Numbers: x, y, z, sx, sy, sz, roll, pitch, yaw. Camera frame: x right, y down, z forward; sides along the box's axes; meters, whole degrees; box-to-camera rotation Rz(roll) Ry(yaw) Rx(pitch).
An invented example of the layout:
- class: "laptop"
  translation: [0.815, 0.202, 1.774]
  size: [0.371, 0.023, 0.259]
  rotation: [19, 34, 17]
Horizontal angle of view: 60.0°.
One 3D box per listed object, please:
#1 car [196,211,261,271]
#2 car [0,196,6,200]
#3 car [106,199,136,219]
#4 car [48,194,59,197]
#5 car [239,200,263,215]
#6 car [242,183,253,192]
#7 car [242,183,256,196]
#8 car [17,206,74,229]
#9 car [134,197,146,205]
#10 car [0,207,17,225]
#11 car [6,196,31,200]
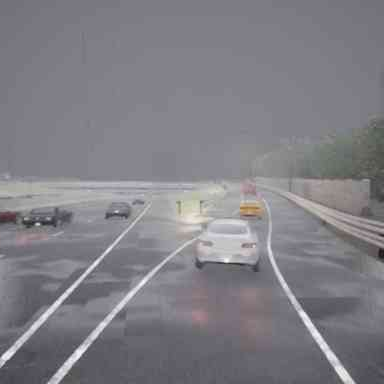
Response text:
- class: "car"
  translation: [1.260, 1.572, 11.103]
  size: [1.812, 1.442, 4.674]
  rotation: [2, 0, 8]
- class: "car"
  translation: [-33.744, 1.338, 59.026]
  size: [1.895, 1.301, 4.718]
  rotation: [0, 0, -5]
- class: "car"
  translation: [-6.445, 1.578, 29.681]
  size: [1.994, 1.385, 4.181]
  rotation: [0, 0, -5]
- class: "car"
  translation: [-27.329, 1.254, 65.477]
  size: [1.837, 1.490, 4.892]
  rotation: [0, 0, -6]
- class: "car"
  translation: [5.319, 1.483, 30.038]
  size: [1.882, 1.535, 5.008]
  rotation: [0, 1, 12]
- class: "car"
  translation: [12.895, -1.097, 77.279]
  size: [2.150, 2.045, 5.566]
  rotation: [0, 3, 5]
- class: "car"
  translation: [11.700, -0.410, 66.851]
  size: [2.150, 2.045, 5.566]
  rotation: [0, 3, 7]
- class: "car"
  translation: [-9.144, 1.590, 21.544]
  size: [1.895, 1.301, 4.718]
  rotation: [0, 0, -5]
- class: "car"
  translation: [-8.881, 1.491, 56.332]
  size: [1.895, 1.301, 4.718]
  rotation: [0, 0, -5]
- class: "car"
  translation: [-12.616, 1.573, 21.078]
  size: [1.895, 1.301, 4.718]
  rotation: [0, 0, -5]
- class: "car"
  translation: [-25.983, 1.333, 50.832]
  size: [1.837, 1.490, 4.892]
  rotation: [0, 0, -5]
